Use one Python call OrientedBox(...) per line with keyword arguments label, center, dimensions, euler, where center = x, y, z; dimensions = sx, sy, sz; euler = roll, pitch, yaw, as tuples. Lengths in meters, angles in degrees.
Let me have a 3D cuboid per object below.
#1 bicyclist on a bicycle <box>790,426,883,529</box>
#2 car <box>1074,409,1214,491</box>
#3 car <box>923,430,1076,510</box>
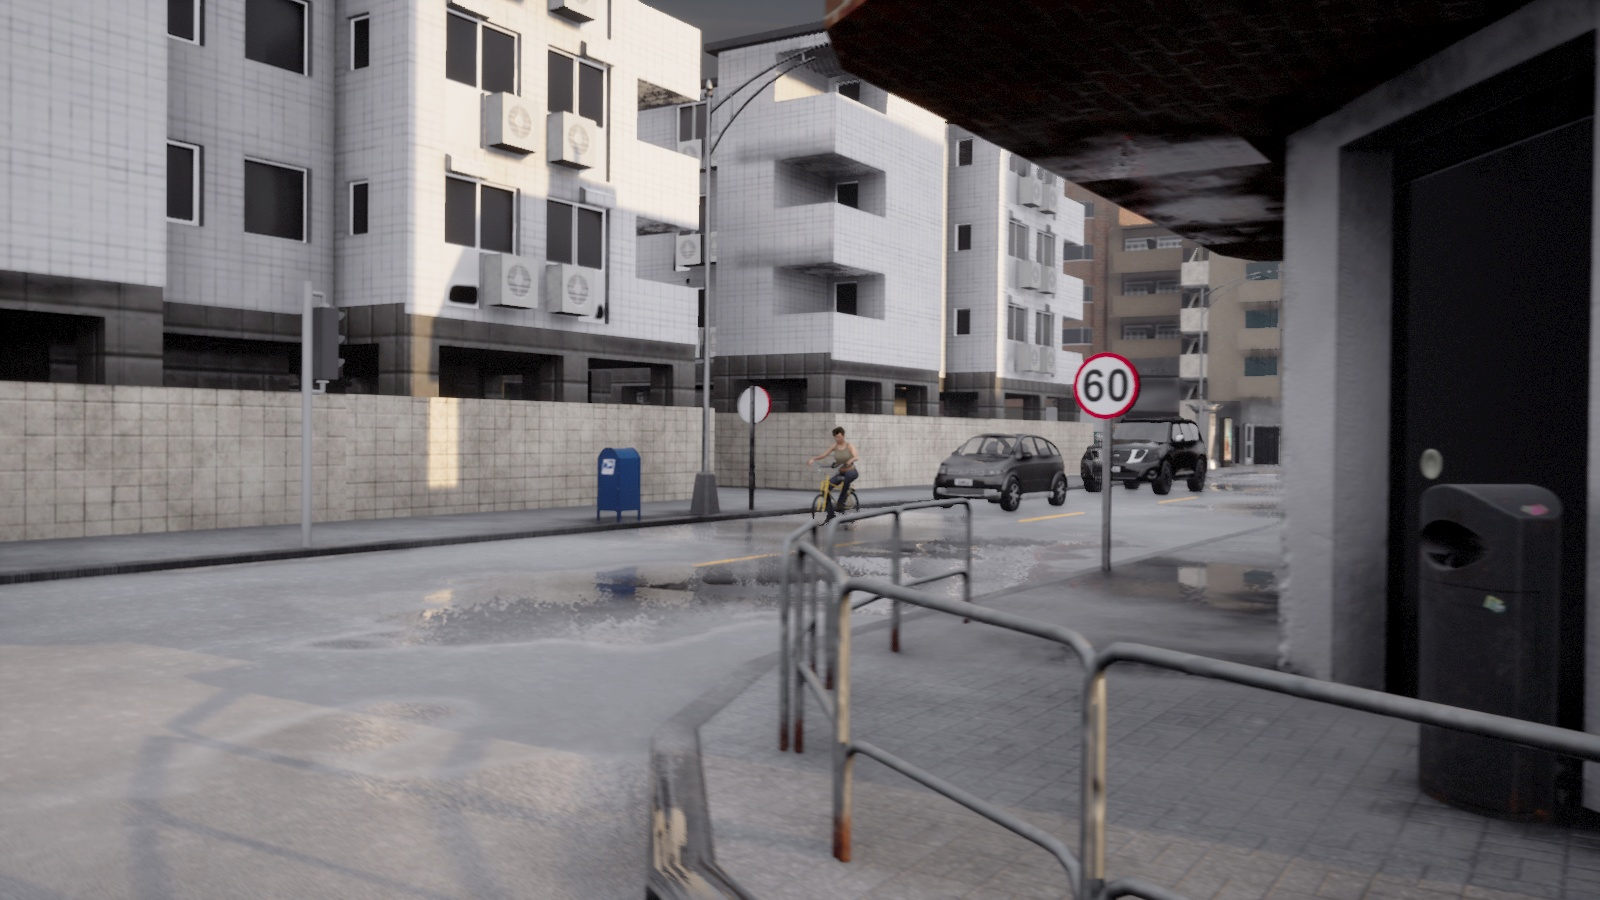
OrientedBox(label="bicyclist on a bicycle", center=(0.609, 0.416, 20.509), dimensions=(0.866, 1.612, 1.509), euler=(0, 1, 32))
OrientedBox(label="car", center=(9.555, -0.042, 34.528), dimensions=(2.150, 2.045, 5.566), euler=(0, 1, 32))
OrientedBox(label="car", center=(4.220, 0.361, 26.153), dimensions=(1.789, 1.549, 3.705), euler=(0, 1, 33))
